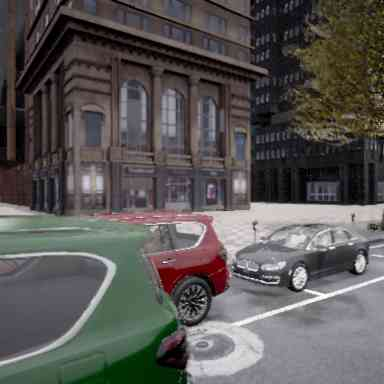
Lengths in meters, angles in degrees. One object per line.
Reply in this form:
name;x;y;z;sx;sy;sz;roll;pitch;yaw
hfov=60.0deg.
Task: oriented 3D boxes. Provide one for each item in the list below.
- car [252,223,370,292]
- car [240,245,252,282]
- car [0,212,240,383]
car;3.001;1.543;8.792;4.403;1.369;2.008;0;0;-36
car;-1.621;1.313;5.494;5.009;1.841;2.192;0;0;-36
car;-2.577;1.223;1.539;5.566;2.045;2.150;0;0;-36
